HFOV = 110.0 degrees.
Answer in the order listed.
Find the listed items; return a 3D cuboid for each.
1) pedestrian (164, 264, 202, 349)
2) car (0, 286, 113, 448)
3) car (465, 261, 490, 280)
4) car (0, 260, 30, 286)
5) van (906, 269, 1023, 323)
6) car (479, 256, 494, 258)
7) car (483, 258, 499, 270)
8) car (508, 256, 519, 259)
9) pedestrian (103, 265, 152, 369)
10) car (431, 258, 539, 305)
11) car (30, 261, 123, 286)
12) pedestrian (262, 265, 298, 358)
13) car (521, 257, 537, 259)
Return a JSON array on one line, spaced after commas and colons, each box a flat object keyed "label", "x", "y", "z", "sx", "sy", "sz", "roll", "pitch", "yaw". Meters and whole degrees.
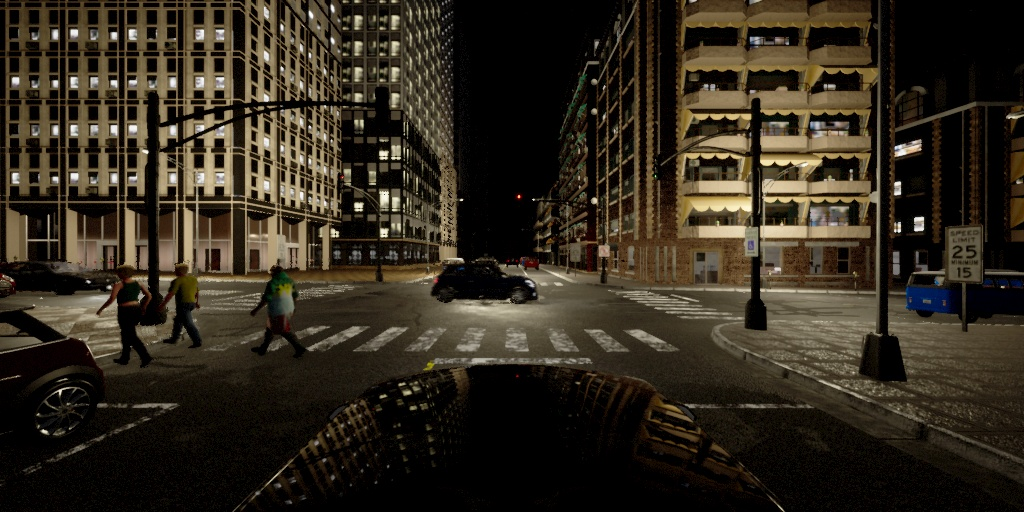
[{"label": "pedestrian", "x": -7.024, "y": 1.042, "z": 7.674, "sx": 0.375, "sy": 1.860, "sz": 0.375, "roll": 0, "pitch": 0, "yaw": 0}, {"label": "car", "x": -5.689, "y": 1.190, "z": 2.338, "sx": 1.967, "sy": 1.591, "sz": 4.097, "roll": 0, "pitch": 0, "yaw": 0}, {"label": "car", "x": -3.057, "y": 1.260, "z": 32.771, "sx": 1.837, "sy": 1.490, "sz": 4.892, "roll": 0, "pitch": 0, "yaw": 0}, {"label": "car", "x": -21.133, "y": 0.818, "z": 13.125, "sx": 4.097, "sy": 1.591, "sz": 1.967, "roll": 0, "pitch": 0, "yaw": 0}, {"label": "van", "x": 16.926, "y": 1.453, "z": 13.027, "sx": 3.998, "sy": 1.789, "sz": 1.690, "roll": 0, "pitch": 0, "yaw": 0}, {"label": "car", "x": -3.043, "y": 0.980, "z": 42.891, "sx": 2.150, "sy": 2.045, "sz": 5.566, "roll": 0, "pitch": 0, "yaw": 1}, {"label": "car", "x": -3.029, "y": 1.118, "z": 53.209, "sx": 2.097, "sy": 1.767, "sz": 4.553, "roll": 0, "pitch": 0, "yaw": 0}, {"label": "car", "x": 0.080, "y": 0.994, "z": 63.915, "sx": 2.150, "sy": 2.045, "sz": 5.566, "roll": 0, "pitch": 0, "yaw": 0}, {"label": "pedestrian", "x": -6.929, "y": 1.044, "z": 6.474, "sx": 0.375, "sy": 1.860, "sz": 0.375, "roll": 0, "pitch": 0, "yaw": 0}, {"label": "car", "x": -1.132, "y": 1.112, "z": 15.734, "sx": 4.553, "sy": 1.767, "sz": 2.097, "roll": 1, "pitch": 0, "yaw": 0}, {"label": "car", "x": -20.281, "y": 0.938, "z": 15.714, "sx": 5.357, "sy": 1.411, "sz": 2.033, "roll": 1, "pitch": 0, "yaw": 0}, {"label": "pedestrian", "x": -4.568, "y": 1.040, "z": 7.071, "sx": 0.375, "sy": 1.860, "sz": 0.375, "roll": 0, "pitch": 0, "yaw": 0}, {"label": "car", "x": 2.752, "y": 1.079, "z": 51.456, "sx": 2.192, "sy": 1.841, "sz": 5.009, "roll": 0, "pitch": 0, "yaw": 0}]
